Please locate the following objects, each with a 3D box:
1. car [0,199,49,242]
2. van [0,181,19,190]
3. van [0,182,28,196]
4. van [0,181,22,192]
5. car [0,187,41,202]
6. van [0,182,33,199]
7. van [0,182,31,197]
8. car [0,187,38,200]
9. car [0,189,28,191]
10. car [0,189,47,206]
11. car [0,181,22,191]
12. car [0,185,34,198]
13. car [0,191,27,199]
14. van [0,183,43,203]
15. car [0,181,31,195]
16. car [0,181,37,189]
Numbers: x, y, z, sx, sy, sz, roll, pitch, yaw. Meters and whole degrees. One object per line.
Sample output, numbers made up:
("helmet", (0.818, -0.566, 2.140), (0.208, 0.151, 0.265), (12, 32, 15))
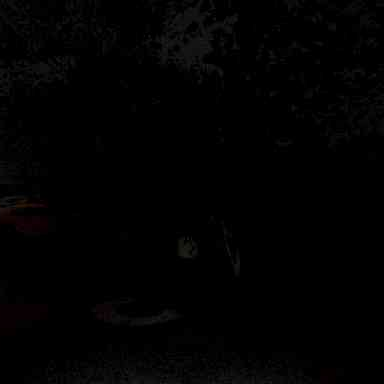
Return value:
("car", (-6.952, 1.289, 15.275), (5.008, 1.535, 2.097), (1, 2, -30))
("van", (-40.385, -1.424, 72.668), (4.442, 1.987, 1.878), (1, 1, -30))
("van", (-26.541, -0.481, 48.546), (4.442, 1.987, 1.878), (1, 1, -30))
("van", (-34.793, -1.047, 63.110), (4.442, 1.987, 1.878), (1, 1, -30))
("car", (-19.501, 0.263, 36.793), (4.792, 1.488, 2.163), (1, 2, -30))
("van", (-22.331, -0.195, 41.368), (4.442, 1.987, 1.878), (1, 2, -31))
("van", (-24.942, -0.383, 46.274), (4.442, 1.987, 1.878), (1, 1, -30))
("car", (-20.832, 0.162, 39.070), (4.792, 1.488, 2.163), (1, 2, -30))
("car", (-12.635, 0.816, 24.633), (5.366, 1.575, 1.946), (1, 2, -30))
("car", (-16.692, 0.496, 31.879), (4.792, 1.488, 2.163), (1, 2, -30))
("car", (-39.111, -1.357, 70.204), (5.566, 2.045, 2.435), (1, 1, -30))
("car", (-23.647, -0.065, 43.834), (5.008, 1.535, 2.097), (1, 1, -30))
("car", (-8.314, 1.046, 17.680), (4.553, 1.767, 2.185), (1, 2, -30))
("van", (-18.018, 0.122, 34.441), (4.442, 1.987, 1.878), (1, 2, -30))
("car", (-27.862, -0.599, 50.979), (5.566, 2.045, 2.435), (1, 1, -30))
("car", (-15.236, 0.335, 29.511), (5.566, 2.045, 2.435), (1, 2, -30))
